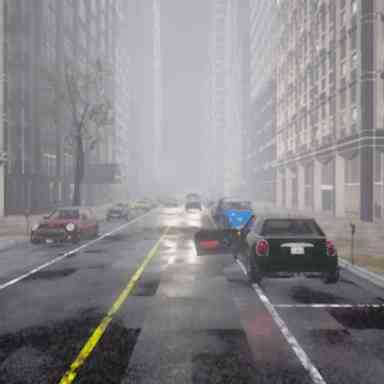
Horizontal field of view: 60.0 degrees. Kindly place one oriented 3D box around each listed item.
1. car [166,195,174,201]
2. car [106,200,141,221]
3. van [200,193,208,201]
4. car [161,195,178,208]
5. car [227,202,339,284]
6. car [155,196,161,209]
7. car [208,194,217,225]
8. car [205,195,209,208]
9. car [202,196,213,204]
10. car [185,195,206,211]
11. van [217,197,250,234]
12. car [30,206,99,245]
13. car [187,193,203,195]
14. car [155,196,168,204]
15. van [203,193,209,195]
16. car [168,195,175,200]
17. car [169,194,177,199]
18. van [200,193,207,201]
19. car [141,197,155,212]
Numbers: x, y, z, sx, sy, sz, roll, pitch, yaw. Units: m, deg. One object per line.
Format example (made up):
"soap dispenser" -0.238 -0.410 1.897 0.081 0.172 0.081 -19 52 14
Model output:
"car" -5.517 1.401 83.595 1.887 1.381 4.507 0 0 0
"car" -5.639 1.528 26.611 2.008 1.369 4.403 0 0 0
"van" 2.852 1.213 77.876 1.690 1.788 3.998 0 0 0
"car" -2.902 1.492 47.767 2.033 1.411 5.357 0 0 0
"car" 2.405 1.346 9.697 2.097 1.767 4.553 0 0 0
"car" -5.602 1.393 43.707 1.967 1.590 4.097 0 0 0
"car" 2.742 1.292 26.590 2.192 1.841 5.009 0 0 0
"car" 2.779 1.503 43.688 2.008 1.369 4.403 0 0 0
"car" 2.816 1.460 60.782 1.887 1.381 4.507 0 0 0
"car" 0.163 1.452 39.264 2.128 1.511 4.902 0 0 0
"van" 2.729 1.325 20.891 1.690 1.788 3.998 0 0 0
"car" -5.663 1.429 15.214 1.967 1.590 4.097 0 0 0
"car" 0.104 1.162 49.922 2.150 2.045 5.566 0 0 0
"car" -5.565 1.482 60.801 1.947 1.339 4.313 0 0 0
"van" 2.803 1.270 55.083 1.690 1.788 3.998 0 0 0
"car" -5.504 1.422 89.294 1.802 1.307 4.206 0 0 0
"car" -5.492 1.373 94.991 2.008 1.369 4.403 0 0 0
"van" 2.864 1.197 83.576 1.690 1.788 3.998 0 0 0
"car" -5.614 1.488 37.837 1.752 1.417 4.829 0 0 0
